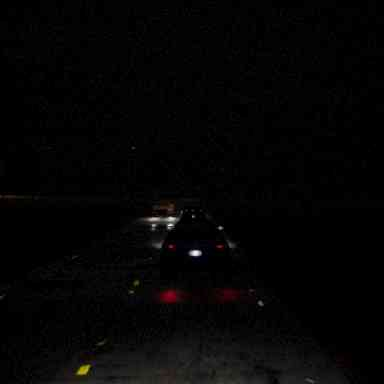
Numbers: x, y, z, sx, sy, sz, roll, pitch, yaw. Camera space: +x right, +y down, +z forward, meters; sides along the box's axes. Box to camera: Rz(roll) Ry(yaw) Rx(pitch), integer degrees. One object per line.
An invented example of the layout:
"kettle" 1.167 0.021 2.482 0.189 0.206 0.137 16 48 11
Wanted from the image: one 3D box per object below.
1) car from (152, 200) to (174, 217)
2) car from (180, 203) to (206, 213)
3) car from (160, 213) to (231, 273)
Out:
"car" -2.830 1.594 33.157 1.882 1.535 5.008 0 0 0
"car" 0.105 1.582 26.614 2.128 1.511 4.902 0 0 0
"car" 0.096 1.594 10.763 1.994 1.385 4.181 0 0 0
